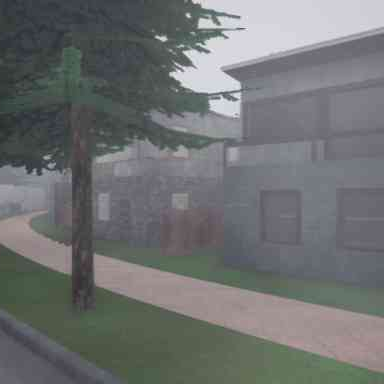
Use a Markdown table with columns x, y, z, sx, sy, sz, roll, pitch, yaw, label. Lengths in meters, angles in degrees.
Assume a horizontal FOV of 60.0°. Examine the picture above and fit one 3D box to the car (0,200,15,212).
| x | y | z | sx | sy | sz | roll | pitch | yaw | label |
| --- | --- | --- | --- | --- | --- | --- | --- | --- | --- |
| -24.140 | 1.826 | 43.288 | 1.882 | 1.535 | 5.008 | 0 | 0 | -3 | car |
